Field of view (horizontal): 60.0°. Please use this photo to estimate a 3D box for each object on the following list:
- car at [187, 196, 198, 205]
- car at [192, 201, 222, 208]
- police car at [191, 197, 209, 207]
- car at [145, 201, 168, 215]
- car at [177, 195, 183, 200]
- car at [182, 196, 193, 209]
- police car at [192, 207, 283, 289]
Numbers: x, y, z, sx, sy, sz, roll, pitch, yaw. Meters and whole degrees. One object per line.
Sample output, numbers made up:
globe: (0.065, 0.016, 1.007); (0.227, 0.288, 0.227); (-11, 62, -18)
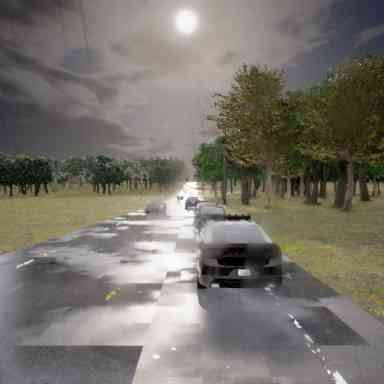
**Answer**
car: (0.073, 1.579, 61.826); (1.882, 1.535, 5.008); (0, 0, 0)
car: (1.071, 1.495, 19.194); (1.882, 1.535, 5.008); (0, 0, 0)
police car: (1.079, 1.458, 25.305); (1.930, 1.638, 5.238); (0, 0, 0)
car: (-3.561, 1.624, 34.055); (1.994, 1.385, 4.181); (0, 0, 0)
car: (-3.387, 1.522, 94.713); (2.128, 1.511, 4.902); (0, 0, 0)
car: (0.092, 1.445, 47.176); (2.097, 1.767, 4.553); (0, 0, 1)
police car: (1.060, 1.428, 9.302); (1.930, 1.638, 5.238); (0, 0, 0)
